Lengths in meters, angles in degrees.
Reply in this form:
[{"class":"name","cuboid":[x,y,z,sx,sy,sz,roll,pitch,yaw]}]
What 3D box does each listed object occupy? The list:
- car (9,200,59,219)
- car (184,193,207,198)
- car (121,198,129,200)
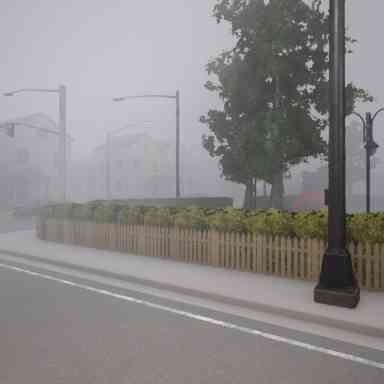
[{"class":"car","cuboid":[-13.428,1.491,29.345,2.128,1.511,4.902,0,0,35]},{"class":"car","cuboid":[0.318,1.221,49.090,2.150,2.045,5.566,0,0,35]},{"class":"car","cuboid":[-7.720,1.478,37.553,1.882,1.535,5.008,0,0,35]}]
